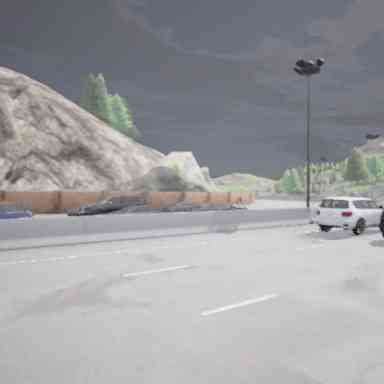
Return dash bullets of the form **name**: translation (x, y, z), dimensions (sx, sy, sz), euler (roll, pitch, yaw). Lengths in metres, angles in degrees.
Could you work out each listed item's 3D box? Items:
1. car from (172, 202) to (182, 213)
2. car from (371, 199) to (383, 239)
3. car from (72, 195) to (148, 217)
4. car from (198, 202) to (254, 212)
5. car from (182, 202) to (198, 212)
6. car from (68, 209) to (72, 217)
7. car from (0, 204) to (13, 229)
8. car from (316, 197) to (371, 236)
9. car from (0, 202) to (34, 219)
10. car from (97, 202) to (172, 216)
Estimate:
- **car**: translation (-0.894, 1.653, 33.387), dimensions (4.181, 1.385, 1.994), euler (0, 0, -38)
- **car**: translation (11.214, 1.309, 16.170), dimensions (5.566, 2.045, 2.150), euler (0, 0, -38)
- **car**: translation (-5.853, 1.269, 25.487), dimensions (5.566, 2.045, 2.150), euler (0, 0, -35)
- **car**: translation (3.125, 1.689, 27.659), dimensions (4.718, 1.301, 1.895), euler (0, 0, -35)
- **car**: translation (1.554, 1.655, 30.860), dimensions (4.181, 1.385, 1.994), euler (0, 0, -38)
- **car**: translation (-7.965, 1.552, 28.280), dimensions (4.892, 1.490, 1.837), euler (0, 0, -35)
- **car**: translation (-13.539, 1.529, 20.006), dimensions (4.674, 1.442, 1.812), euler (0, 0, -35)
- **car**: translation (9.392, 1.310, 19.192), dimensions (5.566, 2.045, 2.150), euler (0, 0, -38)
- **car**: translation (-10.836, 1.359, 17.635), dimensions (4.553, 1.767, 2.097), euler (0, 0, -35)
- **car**: translation (-3.868, 1.611, 22.604), dimensions (4.181, 1.385, 1.994), euler (0, 0, -35)
